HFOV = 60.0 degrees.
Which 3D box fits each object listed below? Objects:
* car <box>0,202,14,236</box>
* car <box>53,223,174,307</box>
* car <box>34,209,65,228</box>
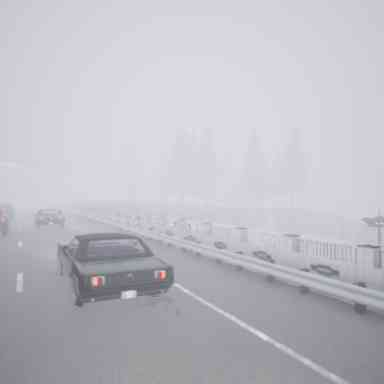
[{"bbox_3d":[-11.871,1.537,19.505,2.097,1.767,4.553,1,-2,-27],"label":"car"},{"bbox_3d":[-2.203,1.678,8.318,1.895,1.301,4.718,1,-1,-27],"label":"car"},{"bbox_3d":[-10.733,1.924,24.943,1.895,1.301,4.718,1,-2,-27],"label":"car"}]
